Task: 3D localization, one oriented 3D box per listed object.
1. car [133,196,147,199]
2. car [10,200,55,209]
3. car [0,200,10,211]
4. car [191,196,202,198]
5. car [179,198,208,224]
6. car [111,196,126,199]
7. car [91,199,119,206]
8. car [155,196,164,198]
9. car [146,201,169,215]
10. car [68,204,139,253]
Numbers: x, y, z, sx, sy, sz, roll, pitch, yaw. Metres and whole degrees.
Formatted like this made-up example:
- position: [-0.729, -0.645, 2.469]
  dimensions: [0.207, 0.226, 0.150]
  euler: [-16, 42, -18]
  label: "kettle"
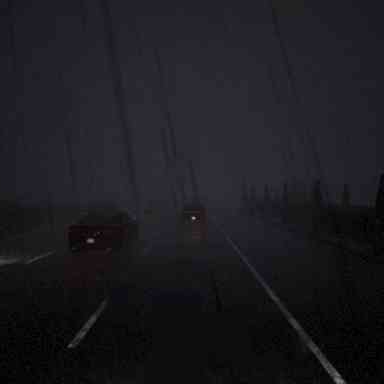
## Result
- position: [-10.921, 1.497, 70.263]
  dimensions: [1.812, 1.442, 4.674]
  euler: [0, 0, 20]
  label: "car"
- position: [-14.067, 1.544, 30.635]
  dimensions: [2.033, 1.411, 5.357]
  euler: [0, 0, 0]
  label: "car"
- position: [-17.527, 1.501, 30.510]
  dimensions: [1.837, 1.490, 4.892]
  euler: [0, 0, 1]
  label: "car"
- position: [0.661, 1.348, 42.324]
  dimensions: [2.097, 1.767, 4.553]
  euler: [0, 0, 5]
  label: "car"
- position: [0.107, 1.504, 25.033]
  dimensions: [1.837, 1.490, 4.892]
  euler: [0, 0, 0]
  label: "car"
- position: [-15.265, 1.545, 68.478]
  dimensions: [1.994, 1.385, 4.181]
  euler: [0, 0, 17]
  label: "car"
- position: [-6.894, 1.545, 25.903]
  dimensions: [2.033, 1.411, 5.357]
  euler: [0, 0, 0]
  label: "car"
- position: [-6.937, 1.509, 70.849]
  dimensions: [1.994, 1.385, 4.181]
  euler: [0, 0, 20]
  label: "car"
- position: [-3.360, 1.598, 33.186]
  dimensions: [1.895, 1.301, 4.718]
  euler: [0, 0, 1]
  label: "car"
- position: [-3.398, 1.476, 13.619]
  dimensions: [1.882, 1.535, 5.008]
  euler: [0, 0, 0]
  label: "car"
